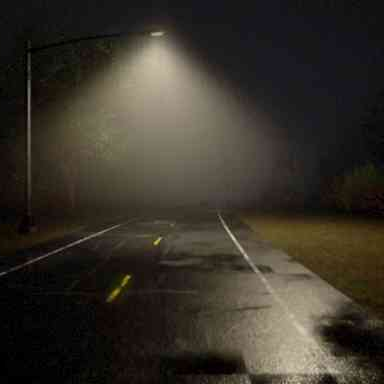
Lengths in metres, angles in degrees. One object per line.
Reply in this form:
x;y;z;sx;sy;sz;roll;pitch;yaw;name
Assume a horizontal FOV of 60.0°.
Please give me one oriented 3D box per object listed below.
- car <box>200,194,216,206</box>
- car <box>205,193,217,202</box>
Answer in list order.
2.288;1.455;50.867;1.994;1.385;4.181;0;0;5;car
4.105;1.398;69.343;1.994;1.385;4.181;0;0;6;car
